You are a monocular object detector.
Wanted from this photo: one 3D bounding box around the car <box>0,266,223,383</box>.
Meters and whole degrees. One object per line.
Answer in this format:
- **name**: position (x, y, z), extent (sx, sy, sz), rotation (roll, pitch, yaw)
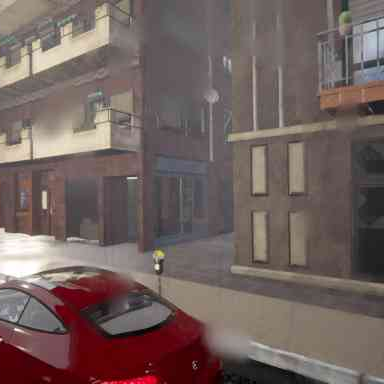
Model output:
- **car**: position (-1.633, 1.583, 4.011), extent (4.206, 1.307, 1.802), rotation (0, -1, 35)
